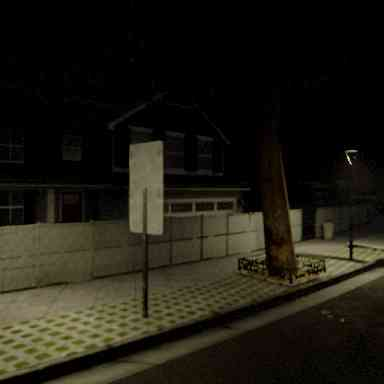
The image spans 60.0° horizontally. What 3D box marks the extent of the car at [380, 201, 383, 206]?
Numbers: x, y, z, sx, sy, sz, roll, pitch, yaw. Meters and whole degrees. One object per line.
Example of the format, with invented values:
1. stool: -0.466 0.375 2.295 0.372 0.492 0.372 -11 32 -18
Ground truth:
1. car: 31.979 1.524 52.346 2.150 2.045 5.566 0 -1 14

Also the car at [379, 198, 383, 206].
1. car: 36.720 1.903 61.270 2.033 1.411 5.357 0 0 8
